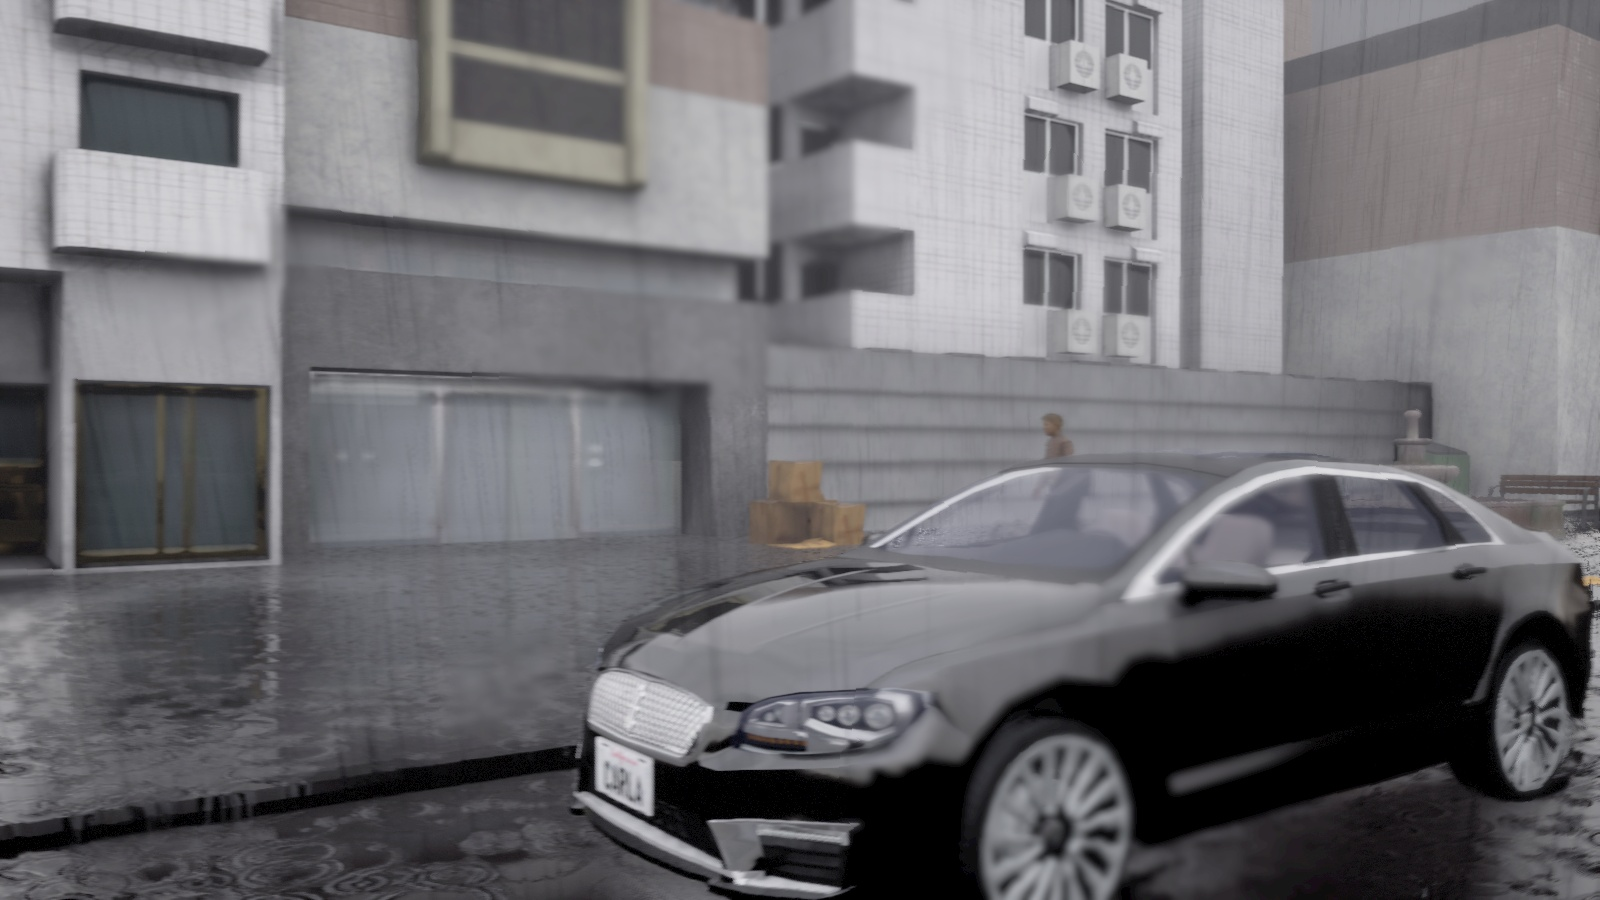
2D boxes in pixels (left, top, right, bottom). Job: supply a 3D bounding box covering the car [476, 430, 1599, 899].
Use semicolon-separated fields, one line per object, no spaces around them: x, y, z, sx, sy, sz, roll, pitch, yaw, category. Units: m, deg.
1.403;0.711;5.247;4.902;1.511;2.128;0;0;-35;car
